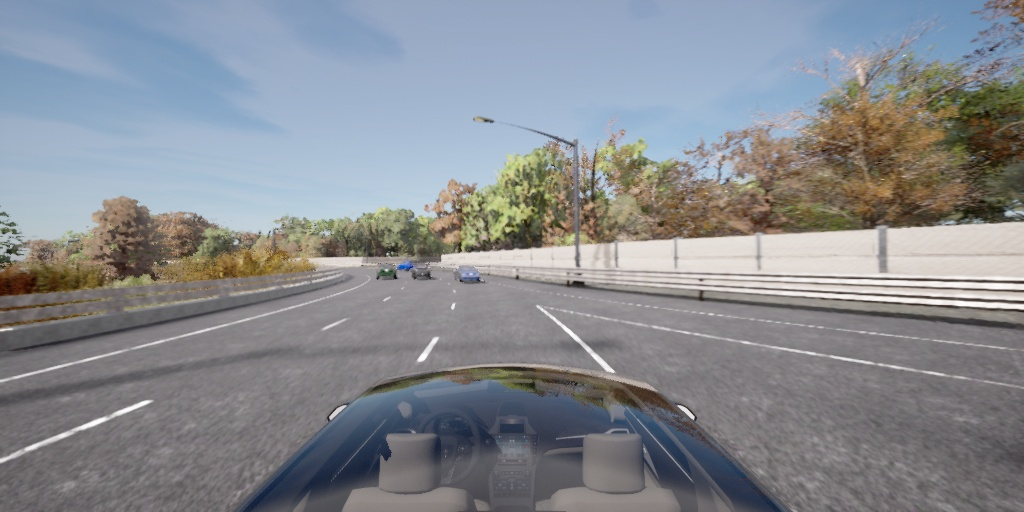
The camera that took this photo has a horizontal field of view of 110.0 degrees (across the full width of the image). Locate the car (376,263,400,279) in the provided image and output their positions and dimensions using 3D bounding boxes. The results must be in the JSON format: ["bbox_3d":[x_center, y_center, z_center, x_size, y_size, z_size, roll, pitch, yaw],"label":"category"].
[{"bbox_3d":[-14.269,1.636,40.698,2.097,1.767,4.553,-1,-1,-21],"label":"car"}]

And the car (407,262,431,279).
[{"bbox_3d":[-10.061,1.711,39.483,2.128,1.511,4.902,0,-1,-19],"label":"car"}]

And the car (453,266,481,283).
[{"bbox_3d":[-4.217,1.633,32.918,2.033,1.411,5.357,-1,-1,-17],"label":"car"}]
